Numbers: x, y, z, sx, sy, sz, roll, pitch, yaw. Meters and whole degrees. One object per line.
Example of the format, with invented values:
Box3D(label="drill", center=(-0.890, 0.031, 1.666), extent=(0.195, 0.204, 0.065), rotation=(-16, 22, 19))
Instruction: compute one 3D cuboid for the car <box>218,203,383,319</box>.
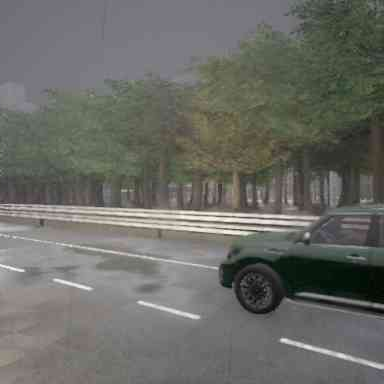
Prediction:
Box3D(label="car", center=(3.199, 1.222, 5.905), extent=(5.566, 2.045, 2.150), rotation=(0, 0, 35))
